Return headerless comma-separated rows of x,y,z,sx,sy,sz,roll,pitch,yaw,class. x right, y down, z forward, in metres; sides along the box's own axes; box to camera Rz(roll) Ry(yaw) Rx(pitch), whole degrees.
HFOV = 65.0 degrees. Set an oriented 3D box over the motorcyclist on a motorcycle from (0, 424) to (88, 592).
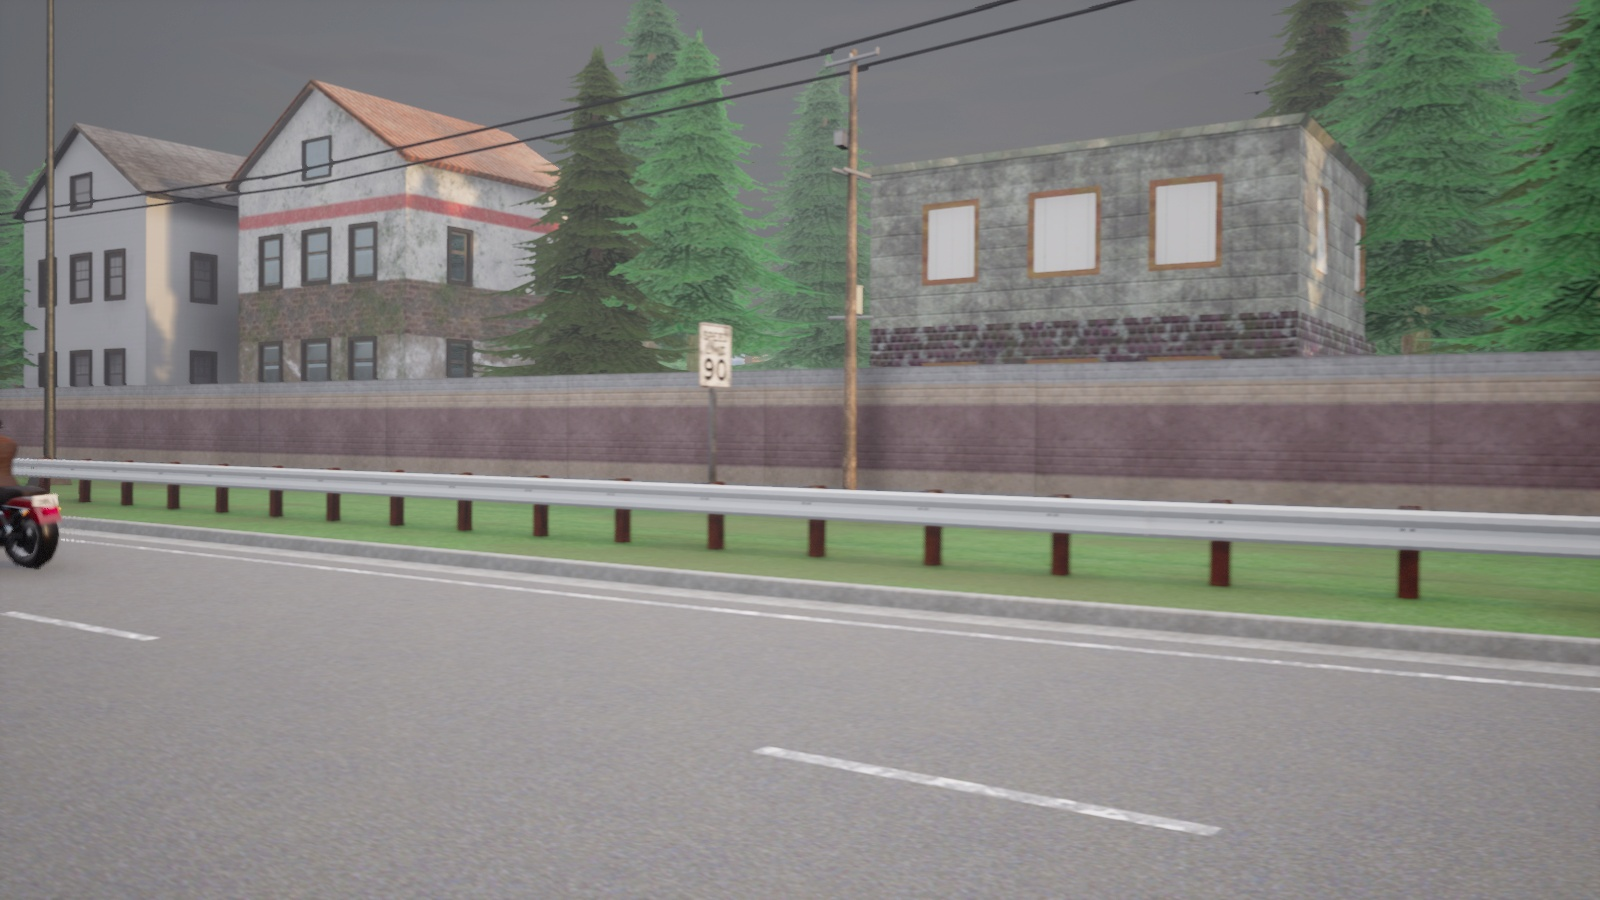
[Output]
-8.731,0.579,13.325,2.350,1.649,0.766,-1,3,26,motorcyclist on a motorcycle
